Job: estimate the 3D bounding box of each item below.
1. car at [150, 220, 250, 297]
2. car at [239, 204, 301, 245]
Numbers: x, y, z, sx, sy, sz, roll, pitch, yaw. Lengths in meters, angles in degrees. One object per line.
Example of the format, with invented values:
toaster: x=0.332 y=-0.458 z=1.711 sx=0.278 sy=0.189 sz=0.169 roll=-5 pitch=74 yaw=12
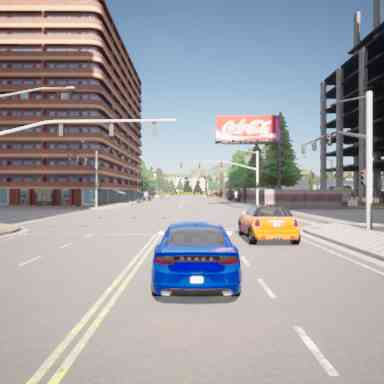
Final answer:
car: x=0.085 y=1.475 z=8.639 sx=1.882 sy=1.535 sz=5.008 roll=0 pitch=0 yaw=0
car: x=3.473 y=1.347 z=15.727 sx=2.097 sy=1.767 sz=4.553 roll=0 pitch=0 yaw=0
